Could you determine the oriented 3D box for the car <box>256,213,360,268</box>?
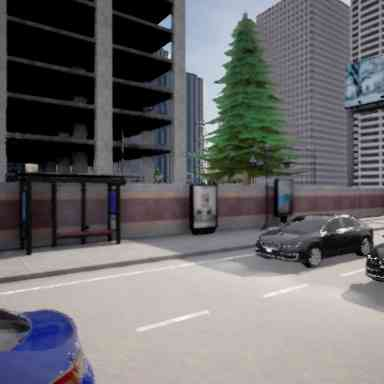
[{"bbox_3d":[4.274,1.488,11.268,4.892,1.490,1.837,0,0,-35],"label":"car"}]

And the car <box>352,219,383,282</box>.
[{"bbox_3d":[6.362,1.488,8.524,4.892,1.490,1.837,0,0,-35],"label":"car"}]

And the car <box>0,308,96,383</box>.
[{"bbox_3d":[-2.947,1.528,1.876,4.674,1.442,1.812,0,0,-36],"label":"car"}]
